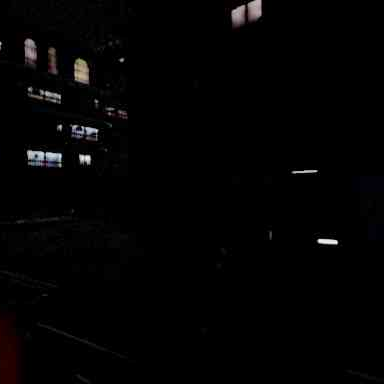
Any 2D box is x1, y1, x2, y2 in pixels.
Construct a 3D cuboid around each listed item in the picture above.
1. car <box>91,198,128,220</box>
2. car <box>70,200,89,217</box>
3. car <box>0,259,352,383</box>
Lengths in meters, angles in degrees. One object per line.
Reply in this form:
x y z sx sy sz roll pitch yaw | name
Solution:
-4.900 1.273 24.791 1.752 1.417 4.829 -1 0 36 | car
-8.499 1.323 29.676 2.128 1.511 4.902 -1 0 36 | car
-0.662 1.440 3.429 4.097 1.590 1.967 0 -1 36 | car
